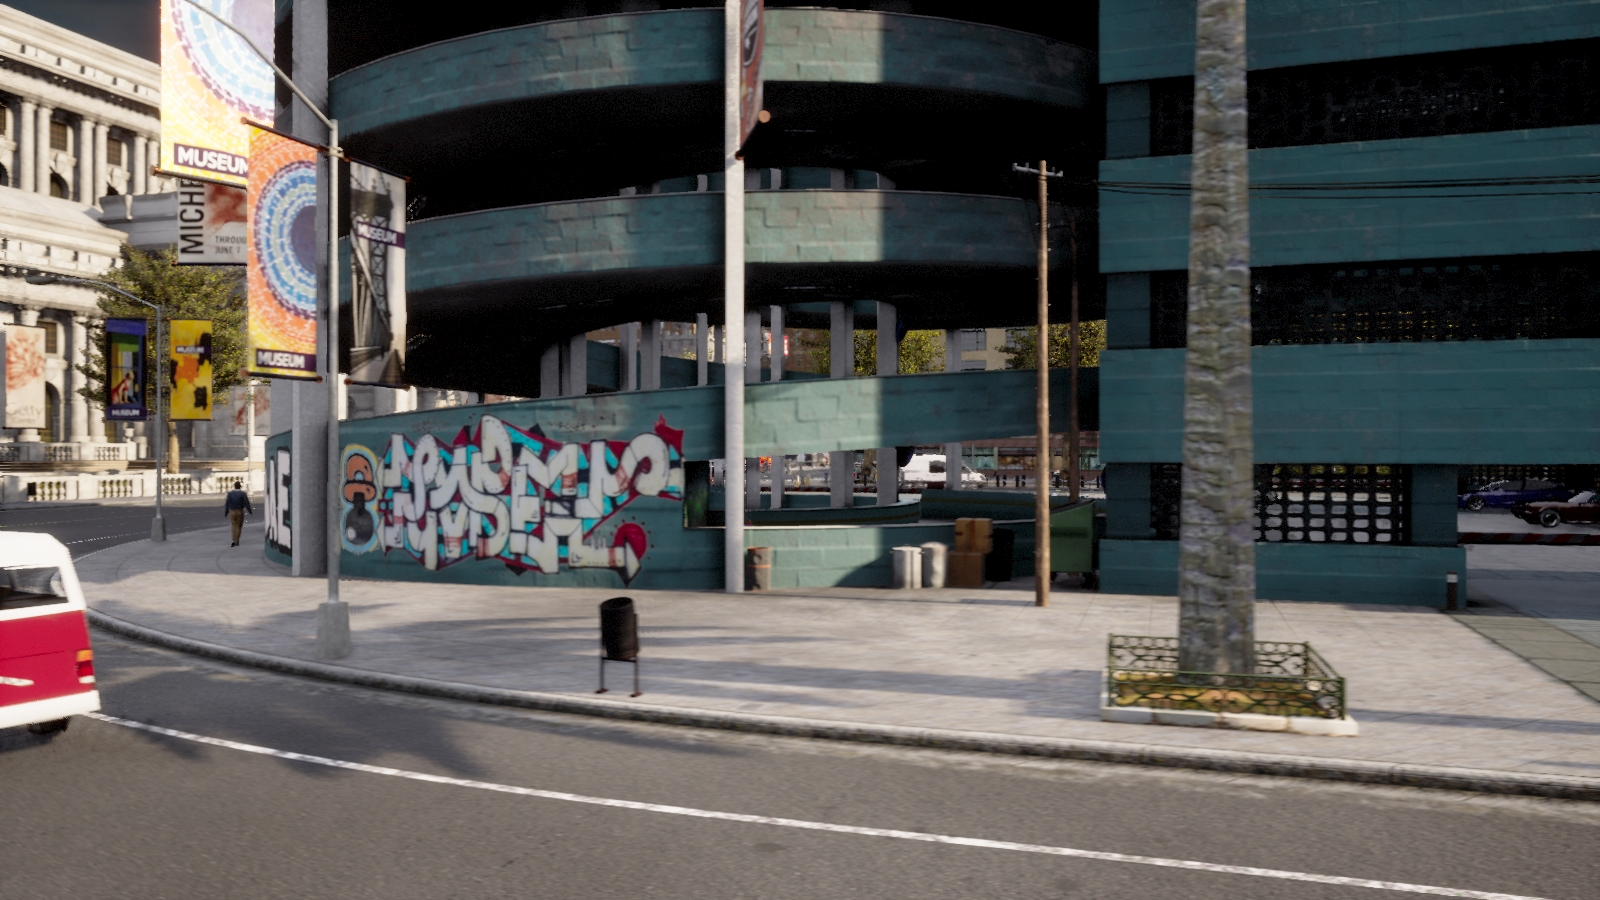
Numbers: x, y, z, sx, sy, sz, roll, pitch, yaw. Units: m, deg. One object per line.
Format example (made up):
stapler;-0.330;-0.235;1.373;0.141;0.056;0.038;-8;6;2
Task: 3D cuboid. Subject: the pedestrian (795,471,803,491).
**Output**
pedestrian;-0.060;2.018;74.618;0.375;1.300;0.375;0;0;28

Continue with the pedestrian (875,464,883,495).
pedestrian;4.691;1.735;67.785;0.375;1.860;0.375;0;0;21

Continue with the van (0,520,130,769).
van;-8.881;1.787;11.315;4.480;2.038;2.069;0;0;33

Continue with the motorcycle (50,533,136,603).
motorcycle;-13.513;2.222;21.805;2.033;1.145;0.803;0;-1;41

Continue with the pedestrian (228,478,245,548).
pedestrian;-15.329;1.711;31.087;0.375;1.860;0.375;0;0;-17
